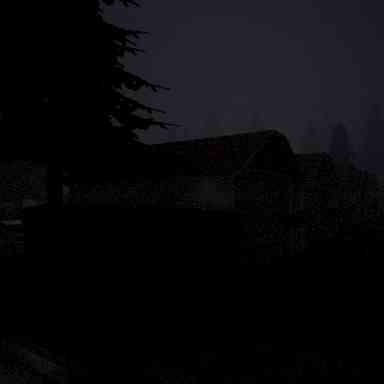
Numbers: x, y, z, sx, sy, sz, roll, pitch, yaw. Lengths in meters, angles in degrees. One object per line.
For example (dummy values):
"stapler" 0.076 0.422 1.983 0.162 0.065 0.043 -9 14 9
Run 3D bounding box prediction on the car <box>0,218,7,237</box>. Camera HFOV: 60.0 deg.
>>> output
"car" -13.079 1.819 18.630 2.097 1.767 4.553 -1 -1 34
